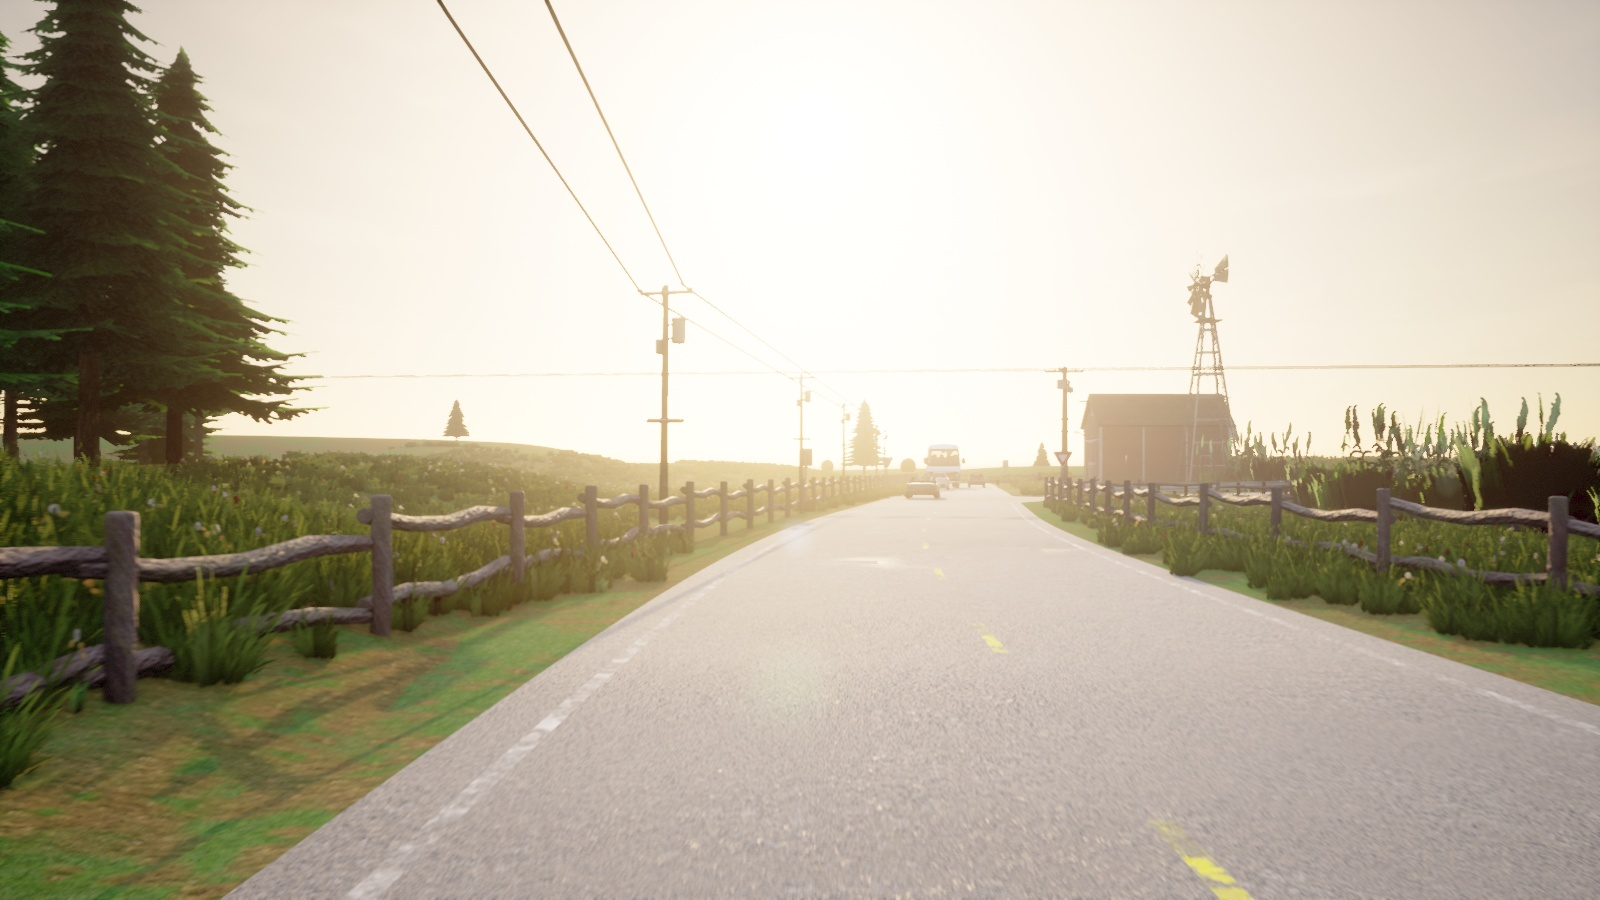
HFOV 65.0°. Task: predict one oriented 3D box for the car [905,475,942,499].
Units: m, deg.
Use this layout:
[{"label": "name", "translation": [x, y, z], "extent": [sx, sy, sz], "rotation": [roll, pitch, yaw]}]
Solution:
[{"label": "car", "translation": [7.191, 2.103, 72.916], "extent": [1.895, 1.301, 4.718], "rotation": [0, -1, 8]}]
